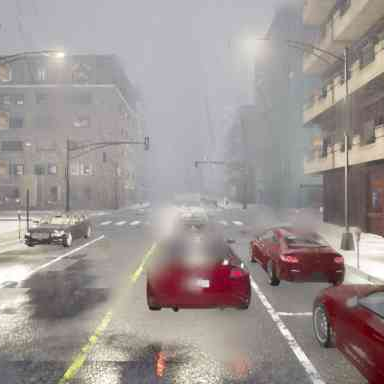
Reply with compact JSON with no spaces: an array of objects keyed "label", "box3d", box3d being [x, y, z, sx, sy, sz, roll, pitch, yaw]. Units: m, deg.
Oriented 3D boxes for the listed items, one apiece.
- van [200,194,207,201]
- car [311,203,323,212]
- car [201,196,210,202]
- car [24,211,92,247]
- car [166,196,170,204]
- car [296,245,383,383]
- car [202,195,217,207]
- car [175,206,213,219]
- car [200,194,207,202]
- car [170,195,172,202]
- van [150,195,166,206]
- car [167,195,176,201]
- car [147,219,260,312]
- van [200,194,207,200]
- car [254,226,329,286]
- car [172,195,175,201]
[{"label":"van","box3d":[3.065,1.349,86.800,1.690,1.788,3.998,1,0,0]},{"label":"car","box3d":[15.538,1.518,36.978,4.507,1.381,1.887,0,-1,1]},{"label":"car","box3d":[2.992,1.590,75.460,1.802,1.307,4.206,1,0,0]},{"label":"car","box3d":[-5.774,1.554,14.816,2.008,1.369,4.403,1,0,0]},{"label":"car","box3d":[-5.492,1.574,58.524,1.947,1.339,4.313,1,0,0]},{"label":"car","box3d":[2.667,1.583,3.408,1.802,1.307,4.206,1,0,0]},{"label":"car","box3d":[2.951,1.558,51.202,2.008,1.369,4.403,1,0,0]},{"label":"car","box3d":[0.098,1.604,16.618,1.895,1.301,4.718,0,0,0]},{"label":"car","box3d":[2.958,1.558,69.789,2.008,1.369,4.403,1,0,0]},{"label":"car","box3d":[-5.455,1.448,64.194,1.967,1.590,4.097,1,0,0]},{"label":"van","box3d":[-5.598,1.349,52.861,1.690,1.788,3.998,1,0,0]},{"label":"car","box3d":[-5.318,1.554,86.877,1.887,1.381,4.507,1,0,0]},{"label":"car","box3d":[0.104,1.566,7.800,1.994,1.385,4.181,0,0,-1]},{"label":"van","box3d":[3.100,1.349,92.470,1.690,1.788,3.998,1,0,0]},{"label":"car","box3d":[2.665,1.584,9.079,1.802,1.307,4.206,1,0,0]},{"label":"car","box3d":[-5.388,1.575,75.536,1.947,1.339,4.313,1,0,0]}]
